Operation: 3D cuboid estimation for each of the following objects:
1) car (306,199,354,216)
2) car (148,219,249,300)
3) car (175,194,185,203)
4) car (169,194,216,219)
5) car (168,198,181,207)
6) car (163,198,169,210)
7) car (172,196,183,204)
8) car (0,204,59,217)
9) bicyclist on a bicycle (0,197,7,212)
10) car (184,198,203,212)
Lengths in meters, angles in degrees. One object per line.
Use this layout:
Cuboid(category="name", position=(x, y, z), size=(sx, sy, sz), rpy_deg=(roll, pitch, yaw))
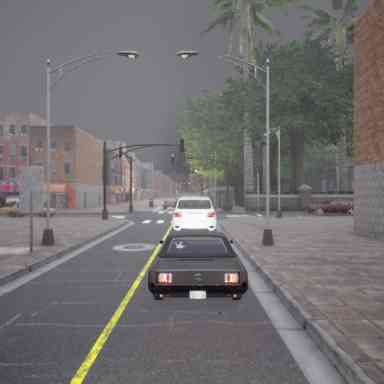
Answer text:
Cuboid(category="car", position=(13.707, 1.461, 32.402), size=(5.008, 1.535, 1.882), rpy_deg=(0, 0, 0))
Cuboid(category="car", position=(0.111, 1.603, 8.332), size=(1.895, 1.301, 4.718), rpy_deg=(0, 0, 0))
Cuboid(category="car", position=(-2.656, 1.406, 73.971), size=(2.097, 1.767, 4.553), rpy_deg=(0, 0, 0))
Cuboid(category="car", position=(0.128, 1.230, 18.096), size=(2.150, 2.045, 5.566), rpy_deg=(0, 0, 0))
Cuboid(category="car", position=(-2.773, 1.651, 53.723), size=(1.895, 1.301, 4.718), rpy_deg=(0, 0, 0))
Cuboid(category="car", position=(-2.790, 1.564, 44.547), size=(1.812, 1.442, 4.674), rpy_deg=(0, 0, 0))
Cuboid(category="car", position=(-2.724, 1.540, 63.836), size=(1.882, 1.535, 5.008), rpy_deg=(0, 0, 1))
Cuboid(category="car", position=(-14.403, 1.573, 29.666), size=(4.829, 1.417, 1.752), rpy_deg=(0, 0, 0))
Cuboid(category="bicyclist on a bicycle", position=(-20.098, 1.373, 35.313), size=(0.582, 1.620, 1.656), rpy_deg=(0, 0, 0))
Cuboid(category="car", position=(0.080, 1.525, 40.776), size=(2.128, 1.511, 4.902), rpy_deg=(0, 0, -2))
